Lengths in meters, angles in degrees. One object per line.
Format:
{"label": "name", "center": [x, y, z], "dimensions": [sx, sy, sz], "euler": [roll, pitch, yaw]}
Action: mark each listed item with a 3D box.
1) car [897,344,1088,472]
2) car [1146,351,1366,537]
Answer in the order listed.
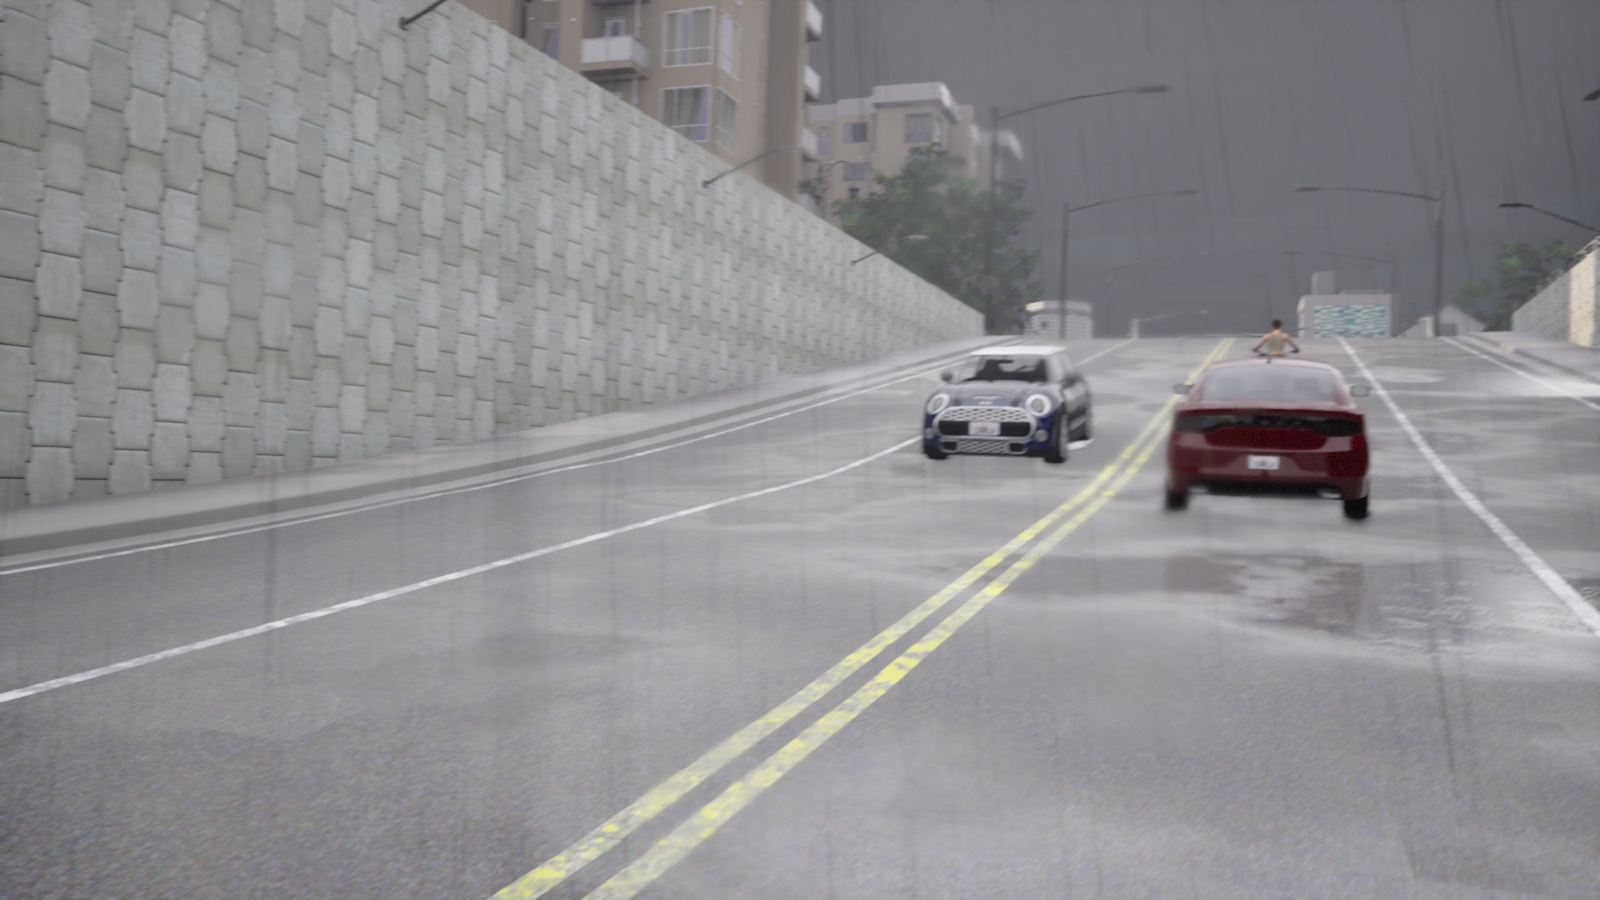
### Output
{"label": "car", "center": [2.876, -0.699, 18.087], "dimensions": [1.970, 1.475, 3.806], "euler": [2, 7, 20]}
{"label": "car", "center": [5.083, -0.258, 14.013], "dimensions": [1.882, 1.535, 5.008], "euler": [2, 6, 20]}
